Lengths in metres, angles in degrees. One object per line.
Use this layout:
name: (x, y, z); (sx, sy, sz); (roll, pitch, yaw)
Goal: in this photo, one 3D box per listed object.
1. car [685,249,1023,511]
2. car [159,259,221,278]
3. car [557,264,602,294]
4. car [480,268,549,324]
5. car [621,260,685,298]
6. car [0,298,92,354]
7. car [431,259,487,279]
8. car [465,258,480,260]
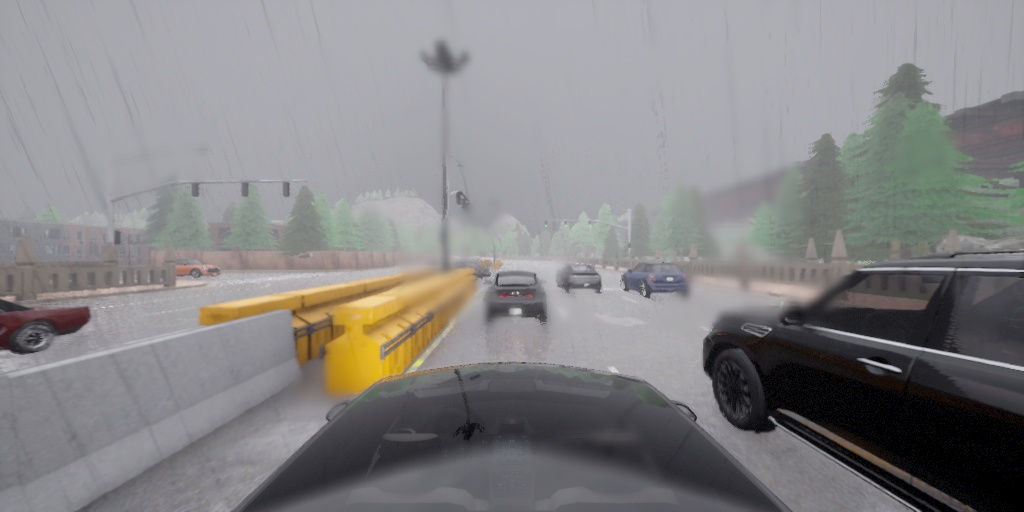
car: (3.607, 0.969, 2.403); (2.150, 2.045, 5.566); (0, 0, 0)
car: (-29.004, 1.049, 32.300); (4.553, 1.767, 2.097); (0, 0, 0)
car: (3.683, 1.212, 20.091); (2.128, 1.511, 4.902); (0, 0, 0)
car: (0.145, 1.237, 11.855); (1.837, 1.490, 4.892); (0, 0, 0)
car: (7.176, 1.074, 18.401); (2.097, 1.767, 4.553); (0, 0, 0)
car: (-10.575, 1.342, 5.929); (1.895, 1.301, 4.718); (0, 0, 0)
car: (-4.185, 1.249, 30.259); (5.357, 1.411, 2.033); (0, 0, 41)
car: (-6.722, 1.172, 63.719); (1.812, 1.442, 4.674); (0, 0, 1)
